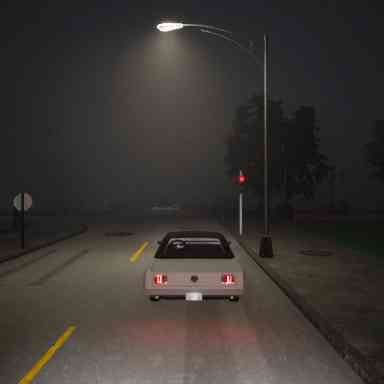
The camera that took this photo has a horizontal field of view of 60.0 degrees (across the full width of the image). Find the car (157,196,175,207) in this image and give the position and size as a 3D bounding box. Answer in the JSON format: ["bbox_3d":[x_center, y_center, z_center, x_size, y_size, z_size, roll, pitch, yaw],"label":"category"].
[{"bbox_3d":[-4.072,1.505,50.104,1.837,1.490,4.892,0,0,0],"label":"car"}]

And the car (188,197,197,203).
[{"bbox_3d":[0.033,1.601,69.423,1.895,1.301,4.718,0,0,0],"label":"car"}]

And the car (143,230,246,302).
[{"bbox_3d":[0.060,1.601,8.233,1.895,1.301,4.718,0,0,0],"label":"car"}]

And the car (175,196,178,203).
[{"bbox_3d":[-4.044,1.547,59.802,2.033,1.411,5.357,0,0,0],"label":"car"}]

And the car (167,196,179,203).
[{"bbox_3d":[-3.967,1.540,70.143,2.033,1.411,5.357,0,0,0],"label":"car"}]
